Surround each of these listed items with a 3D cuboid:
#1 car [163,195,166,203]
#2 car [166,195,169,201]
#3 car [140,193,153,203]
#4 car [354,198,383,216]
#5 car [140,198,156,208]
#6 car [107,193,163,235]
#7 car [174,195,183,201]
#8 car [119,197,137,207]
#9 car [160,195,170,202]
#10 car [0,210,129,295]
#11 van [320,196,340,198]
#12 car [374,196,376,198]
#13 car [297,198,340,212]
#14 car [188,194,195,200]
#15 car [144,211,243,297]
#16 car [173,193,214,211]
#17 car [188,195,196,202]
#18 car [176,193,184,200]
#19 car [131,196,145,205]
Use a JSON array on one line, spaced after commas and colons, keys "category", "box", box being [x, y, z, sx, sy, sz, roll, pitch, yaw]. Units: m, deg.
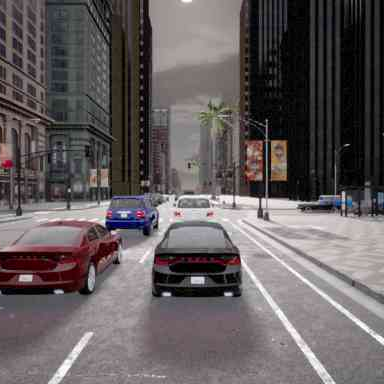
[{"category": "car", "box": [-6.605, 1.225, 60.351, 2.150, 2.045, 5.566, 0, 0, 1]}, {"category": "car", "box": [-6.539, 1.600, 70.422, 1.895, 1.301, 4.718, 0, 0, 0]}, {"category": "car", "box": [-9.790, 1.230, 71.875, 2.150, 2.045, 5.566, 0, 0, 0]}, {"category": "car", "box": [17.053, 1.549, 31.272, 4.403, 1.369, 2.008, 0, 0, 0]}, {"category": "car", "box": [-6.607, 1.603, 50.583, 1.895, 1.301, 4.718, 0, 0, -1]}, {"category": "car", "box": [-3.189, 1.221, 18.626, 2.150, 2.045, 5.566, 0, 0, 2]}, {"category": "car", "box": [-3.296, 1.498, 81.639, 1.837, 1.490, 4.892, 0, 0, 0]}, {"category": "car", "box": [-9.912, 1.494, 51.832, 2.128, 1.511, 4.902, 0, 0, -3]}, {"category": "car", "box": [-6.545, 1.531, 80.616, 2.128, 1.511, 4.902, 0, 0, 0]}, {"category": "car", "box": [-3.155, 1.477, 8.761, 1.882, 1.535, 5.008, 0, 0, 0]}, {"category": "van", "box": [17.044, 1.315, 39.796, 3.998, 1.788, 1.690, 0, 0, 0]}, {"category": "car", "box": [22.721, 1.285, 39.801, 5.009, 1.841, 2.192, 0, 0, 0]}, {"category": "car", "box": [14.224, 1.584, 37.133, 4.718, 1.301, 1.895, 0, 0, 0]}, {"category": "car", "box": [-0.052, 1.485, 93.367, 1.882, 1.535, 5.008, 0, 0, 0]}, {"category": "car", "box": [0.094, 1.477, 8.608, 1.882, 1.535, 5.008, 0, 0, 0]}, {"category": "car", "box": [0.091, 1.221, 18.568, 2.150, 2.045, 5.566, 0, 0, 0]}, {"category": "car", "box": [-0.031, 1.506, 74.875, 1.837, 1.490, 4.892, 0, 0, 0]}, {"category": "car", "box": [-3.301, 1.195, 92.029, 2.097, 1.767, 4.553, 0, 0, 0]}, {"category": "car", "box": [-9.847, 1.529, 61.476, 1.812, 1.442, 4.674, 0, 0, 0]}]
